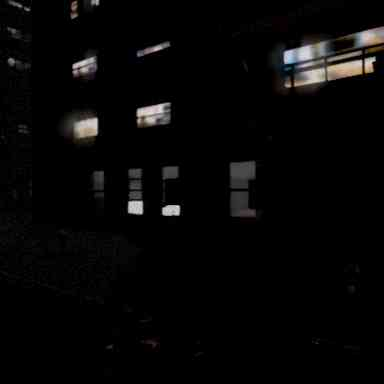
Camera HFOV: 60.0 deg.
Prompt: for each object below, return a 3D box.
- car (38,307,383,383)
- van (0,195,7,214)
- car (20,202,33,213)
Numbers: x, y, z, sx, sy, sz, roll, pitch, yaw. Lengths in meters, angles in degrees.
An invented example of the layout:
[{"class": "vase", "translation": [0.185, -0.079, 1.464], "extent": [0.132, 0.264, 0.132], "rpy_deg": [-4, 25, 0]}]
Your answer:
[{"class": "car", "translation": [0.717, 1.541, 2.219], "extent": [4.507, 1.381, 1.887], "rpy_deg": [0, 0, 36]}, {"class": "van", "translation": [-18.173, 1.121, 28.603], "extent": [1.690, 1.788, 3.998], "rpy_deg": [0, 0, 35]}, {"class": "car", "translation": [-14.921, 1.327, 33.213], "extent": [1.802, 1.307, 4.206], "rpy_deg": [0, 0, 35]}]
